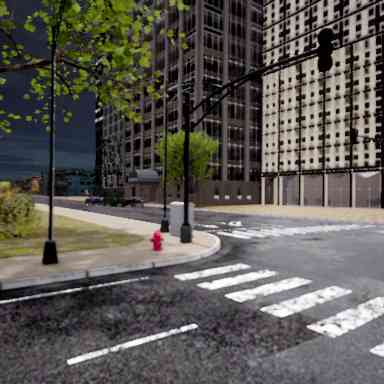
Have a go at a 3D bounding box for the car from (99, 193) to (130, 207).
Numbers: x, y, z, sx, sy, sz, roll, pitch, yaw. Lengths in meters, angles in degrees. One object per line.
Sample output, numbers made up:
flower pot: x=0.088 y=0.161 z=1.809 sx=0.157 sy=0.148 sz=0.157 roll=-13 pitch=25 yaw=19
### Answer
car: x=-12.044 y=1.189 z=51.454 sx=2.150 sy=2.045 sz=5.566 roll=1 pitch=0 yaw=-33

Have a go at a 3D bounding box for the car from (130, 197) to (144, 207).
car: x=-9.315 y=1.508 z=53.185 sx=2.128 sy=1.511 sz=4.902 roll=1 pitch=0 yaw=-34

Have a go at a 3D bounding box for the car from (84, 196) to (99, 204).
car: x=-17.810 y=1.499 z=60.038 sx=2.033 sy=1.411 sz=5.357 roll=1 pitch=0 yaw=-34
